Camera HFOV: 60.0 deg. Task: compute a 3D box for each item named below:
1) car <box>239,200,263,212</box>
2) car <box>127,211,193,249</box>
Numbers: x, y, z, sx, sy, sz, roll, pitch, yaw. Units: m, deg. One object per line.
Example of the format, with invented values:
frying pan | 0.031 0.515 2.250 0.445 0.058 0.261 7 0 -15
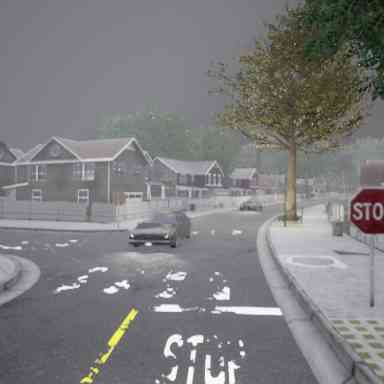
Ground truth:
car | 7.045 1.611 39.434 1.994 1.385 4.181 0 0 26
car | -1.175 1.578 15.108 2.033 1.411 5.357 0 0 10
